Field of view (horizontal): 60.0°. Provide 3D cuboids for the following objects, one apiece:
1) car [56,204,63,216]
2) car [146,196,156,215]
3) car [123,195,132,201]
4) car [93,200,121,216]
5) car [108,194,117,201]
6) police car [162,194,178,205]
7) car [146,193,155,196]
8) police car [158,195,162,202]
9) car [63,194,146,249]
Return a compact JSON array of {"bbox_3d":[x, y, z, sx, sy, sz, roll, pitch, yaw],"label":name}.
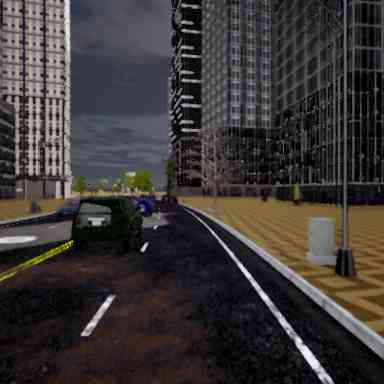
[{"bbox_3d":[-11.374,1.485,31.887,2.033,1.411,5.357,0,0,-5],"label":"car"},{"bbox_3d":[-4.716,1.453,32.475,1.812,1.442,4.674,0,0,-5],"label":"car"},{"bbox_3d":[-14.314,1.358,74.192,1.895,1.301,4.718,0,0,-11],"label":"car"},{"bbox_3d":[-8.159,1.496,32.252,1.994,1.385,4.181,0,0,-5],"label":"car"},{"bbox_3d":[-17.499,1.248,73.541,1.882,1.535,5.008,0,0,-11],"label":"car"},{"bbox_3d":[-3.491,1.298,56.556,1.930,1.638,5.238,0,0,-9],"label":"police car"},{"bbox_3d":[-11.018,1.023,89.210,2.097,1.767,4.553,0,0,-14],"label":"car"},{"bbox_3d":[-5.192,1.280,66.572,1.930,1.638,5.238,0,0,-10],"label":"police car"},{"bbox_3d":[-3.512,1.190,14.543,2.150,2.045,5.566,0,0,-2],"label":"car"}]
